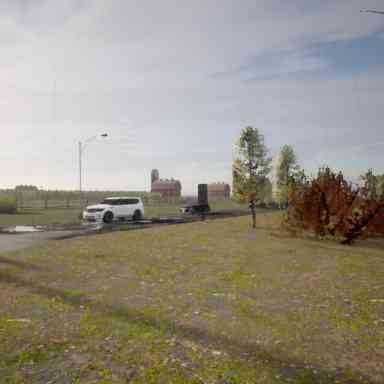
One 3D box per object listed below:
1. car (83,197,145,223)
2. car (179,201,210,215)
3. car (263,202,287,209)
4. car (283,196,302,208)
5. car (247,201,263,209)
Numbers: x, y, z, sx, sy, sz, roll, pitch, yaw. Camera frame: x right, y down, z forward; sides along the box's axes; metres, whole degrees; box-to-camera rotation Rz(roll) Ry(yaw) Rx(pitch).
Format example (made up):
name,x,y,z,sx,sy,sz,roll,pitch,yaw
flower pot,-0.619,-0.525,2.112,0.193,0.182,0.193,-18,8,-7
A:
name,x,y,z,sx,sy,sz,roll,pitch,yaw
car,-6.442,1.453,28.189,2.150,2.045,5.566,-1,-1,34
car,0.339,1.844,39.028,2.128,1.511,4.902,-1,-1,32
car,13.458,1.966,53.157,1.837,1.490,4.892,-1,-1,32
car,18.685,1.783,61.684,2.150,2.045,5.566,-1,-1,31
car,10.856,2.110,55.804,1.994,1.385,4.181,-1,-1,32
